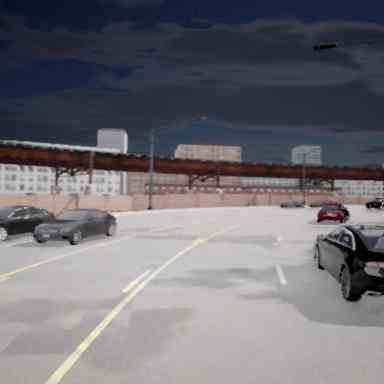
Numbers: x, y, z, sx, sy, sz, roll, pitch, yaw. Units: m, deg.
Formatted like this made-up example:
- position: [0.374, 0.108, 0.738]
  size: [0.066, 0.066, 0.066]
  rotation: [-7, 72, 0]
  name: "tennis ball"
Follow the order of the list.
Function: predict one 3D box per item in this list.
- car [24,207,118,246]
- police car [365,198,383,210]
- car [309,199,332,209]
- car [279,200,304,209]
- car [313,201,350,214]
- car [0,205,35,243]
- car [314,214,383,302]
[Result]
- position: [-5.074, 1.472, 15.220]
  size: [1.812, 1.442, 4.674]
  rotation: [0, -1, 15]
  name: "car"
- position: [26.762, 1.713, 47.265]
  size: [5.238, 1.638, 1.930]
  rotation: [0, -1, -33]
  name: "police car"
- position: [19.469, 1.784, 49.419]
  size: [5.008, 1.535, 1.882]
  rotation: [0, -1, -35]
  name: "car"
- position: [15.181, 1.873, 50.561]
  size: [4.181, 1.385, 1.994]
  rotation: [1, -1, -38]
  name: "car"
- position: [11.489, 1.689, 26.857]
  size: [1.994, 1.385, 4.181]
  rotation: [0, 0, 32]
  name: "car"
- position: [-8.530, 1.410, 15.761]
  size: [1.837, 1.490, 4.892]
  rotation: [0, -1, 15]
  name: "car"
- position: [4.348, 1.554, 8.233]
  size: [2.128, 1.511, 4.902]
  rotation: [0, 0, 9]
  name: "car"
